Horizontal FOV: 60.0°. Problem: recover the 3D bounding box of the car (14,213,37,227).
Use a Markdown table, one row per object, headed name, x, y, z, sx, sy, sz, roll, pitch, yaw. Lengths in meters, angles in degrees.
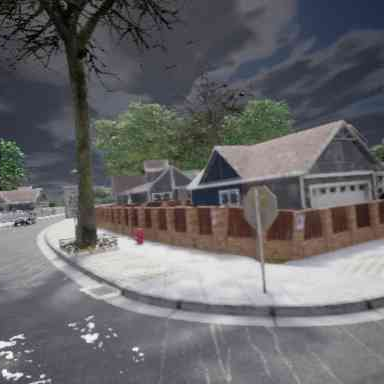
| name | x | y | z | sx | sy | sz | roll | pitch | yaw |
| --- | --- | --- | --- | --- | --- | --- | --- | --- | --- |
| car | -21.321 | 3.482 | 42.583 | 1.837 | 1.490 | 4.892 | -5 | 0 | -13 |
